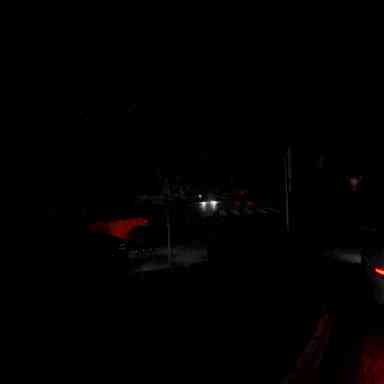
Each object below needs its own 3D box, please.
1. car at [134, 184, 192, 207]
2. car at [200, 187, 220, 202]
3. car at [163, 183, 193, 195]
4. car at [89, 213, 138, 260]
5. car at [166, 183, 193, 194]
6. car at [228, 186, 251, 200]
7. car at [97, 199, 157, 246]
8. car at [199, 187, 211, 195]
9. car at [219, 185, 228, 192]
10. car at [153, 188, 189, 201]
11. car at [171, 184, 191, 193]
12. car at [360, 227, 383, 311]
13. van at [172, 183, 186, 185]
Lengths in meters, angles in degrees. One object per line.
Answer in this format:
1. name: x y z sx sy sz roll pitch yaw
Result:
1. car: -3.314 0.619 34.664 5.566 2.045 2.435 -4 2 -19
2. car: 2.066 0.423 42.651 2.033 1.411 5.357 -2 2 1
3. car: -2.914 -0.539 67.714 5.566 2.045 2.435 -4 2 -19
4. car: -4.455 1.770 10.144 5.008 1.535 1.882 -3 2 -27
5. car: -2.812 -0.840 76.725 5.566 2.045 2.435 -4 2 -19
6. car: 6.300 0.019 43.410 2.097 1.767 4.553 -2 2 1
7. car: -4.134 1.487 14.228 4.553 1.767 2.097 -3 2 -26
8. car: 2.358 -0.228 62.032 2.033 1.411 5.357 -2 2 1
9. car: 6.481 -0.718 69.105 1.837 1.490 4.892 -2 2 0
10. car: -3.135 0.340 49.700 5.008 1.535 2.097 -4 2 -19
11. car: -2.775 -0.909 82.701 4.553 1.767 2.185 -4 2 -19
12. car: 4.677 1.435 7.028 1.812 1.442 4.674 -2 1 26
13. van: -3.295 0.228 46.650 4.442 1.987 1.878 -4 2 -19
